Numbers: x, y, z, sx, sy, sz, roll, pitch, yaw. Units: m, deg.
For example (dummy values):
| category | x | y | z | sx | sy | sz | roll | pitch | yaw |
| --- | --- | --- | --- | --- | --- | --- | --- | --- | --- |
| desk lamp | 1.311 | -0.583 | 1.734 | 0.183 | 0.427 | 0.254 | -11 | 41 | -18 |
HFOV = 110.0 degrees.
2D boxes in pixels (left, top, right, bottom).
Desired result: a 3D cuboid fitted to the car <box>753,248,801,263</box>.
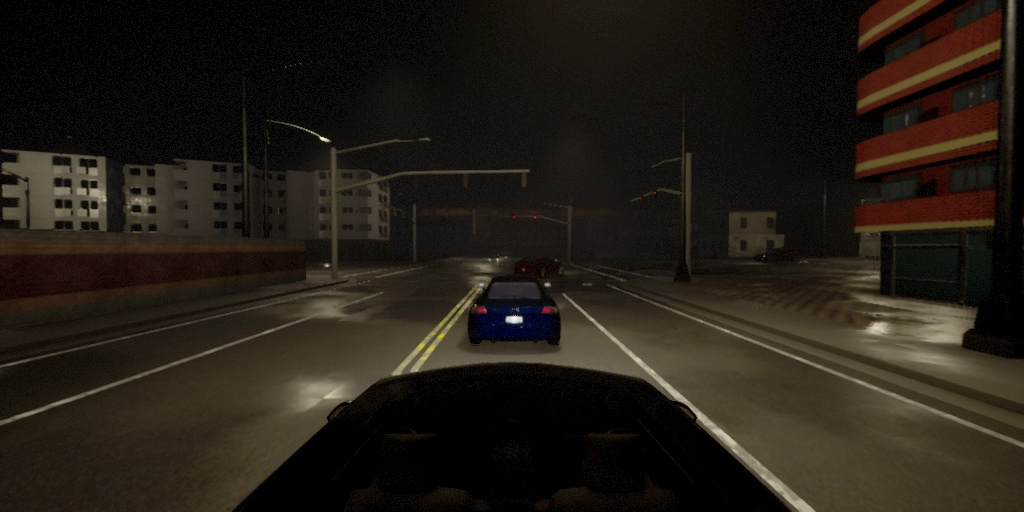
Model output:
| category | x | y | z | sx | sy | sz | roll | pitch | yaw |
| --- | --- | --- | --- | --- | --- | --- | --- | --- | --- |
| car | 31.127 | -0.124 | 42.256 | 4.553 | 1.767 | 2.097 | -1 | 1 | 1 |

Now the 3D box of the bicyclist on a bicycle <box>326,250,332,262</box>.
| category | x | y | z | sx | sy | sz | roll | pitch | yaw |
| --- | --- | --- | --- | --- | --- | --- | --- | --- | --- |
| bicyclist on a bicycle | -25.456 | 0.012 | 49.811 | 0.582 | 1.620 | 1.656 | 0 | 2 | 0 |

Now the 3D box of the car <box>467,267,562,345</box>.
| category | x | y | z | sx | sy | sz | roll | pitch | yaw |
| --- | --- | --- | --- | --- | --- | --- | --- | --- | --- |
| car | 0.063 | 1.156 | 8.992 | 1.994 | 1.385 | 4.181 | 0 | 1 | 1 |

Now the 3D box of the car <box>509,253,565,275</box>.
| category | x | y | z | sx | sy | sz | roll | pitch | yaw |
| --- | --- | --- | --- | --- | --- | --- | --- | --- | --- |
| car | 2.040 | 0.675 | 25.649 | 1.882 | 1.535 | 5.008 | -1 | 1 | 31 |
